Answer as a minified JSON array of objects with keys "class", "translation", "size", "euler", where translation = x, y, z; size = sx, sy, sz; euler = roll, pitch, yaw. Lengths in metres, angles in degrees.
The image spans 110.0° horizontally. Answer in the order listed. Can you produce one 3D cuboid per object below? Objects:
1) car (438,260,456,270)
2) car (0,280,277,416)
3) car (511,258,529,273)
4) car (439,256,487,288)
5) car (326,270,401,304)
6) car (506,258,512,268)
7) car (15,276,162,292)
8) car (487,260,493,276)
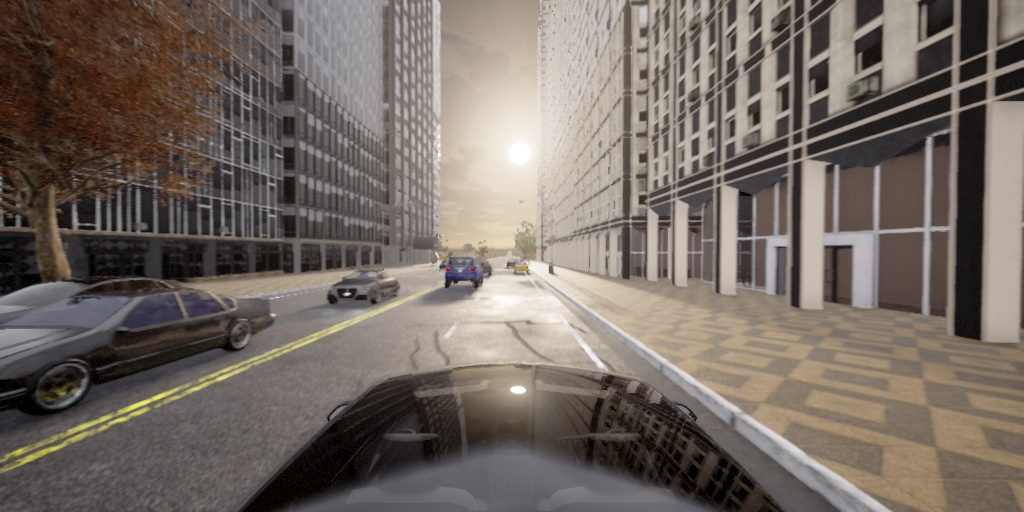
[{"class":"car","translation":[-9.802,1.315,54.450],"size":[1.837,1.490,4.892],"euler":[0,0,1]},{"class":"car","translation":[-6.594,1.297,6.233],"size":[2.033,1.411,5.357],"euler":[0,0,0]},{"class":"car","translation":[1.134,1.270,43.704],"size":[1.801,1.575,5.366],"euler":[0,0,0]},{"class":"car","translation":[-3.150,1.003,24.389],"size":[2.150,2.045,5.566],"euler":[0,0,0]},{"class":"car","translation":[-6.558,1.330,16.272],"size":[1.994,1.385,4.181],"euler":[0,0,1]},{"class":"car","translation":[-0.005,1.308,61.652],"size":[1.882,1.535,5.008],"euler":[0,0,0]},{"class":"car","translation":[-9.841,1.253,8.259],"size":[1.837,1.490,4.892],"euler":[0,0,0]},{"class":"car","translation":[-3.156,1.154,38.617],"size":[2.097,1.767,4.553],"euler":[0,0,0]}]
